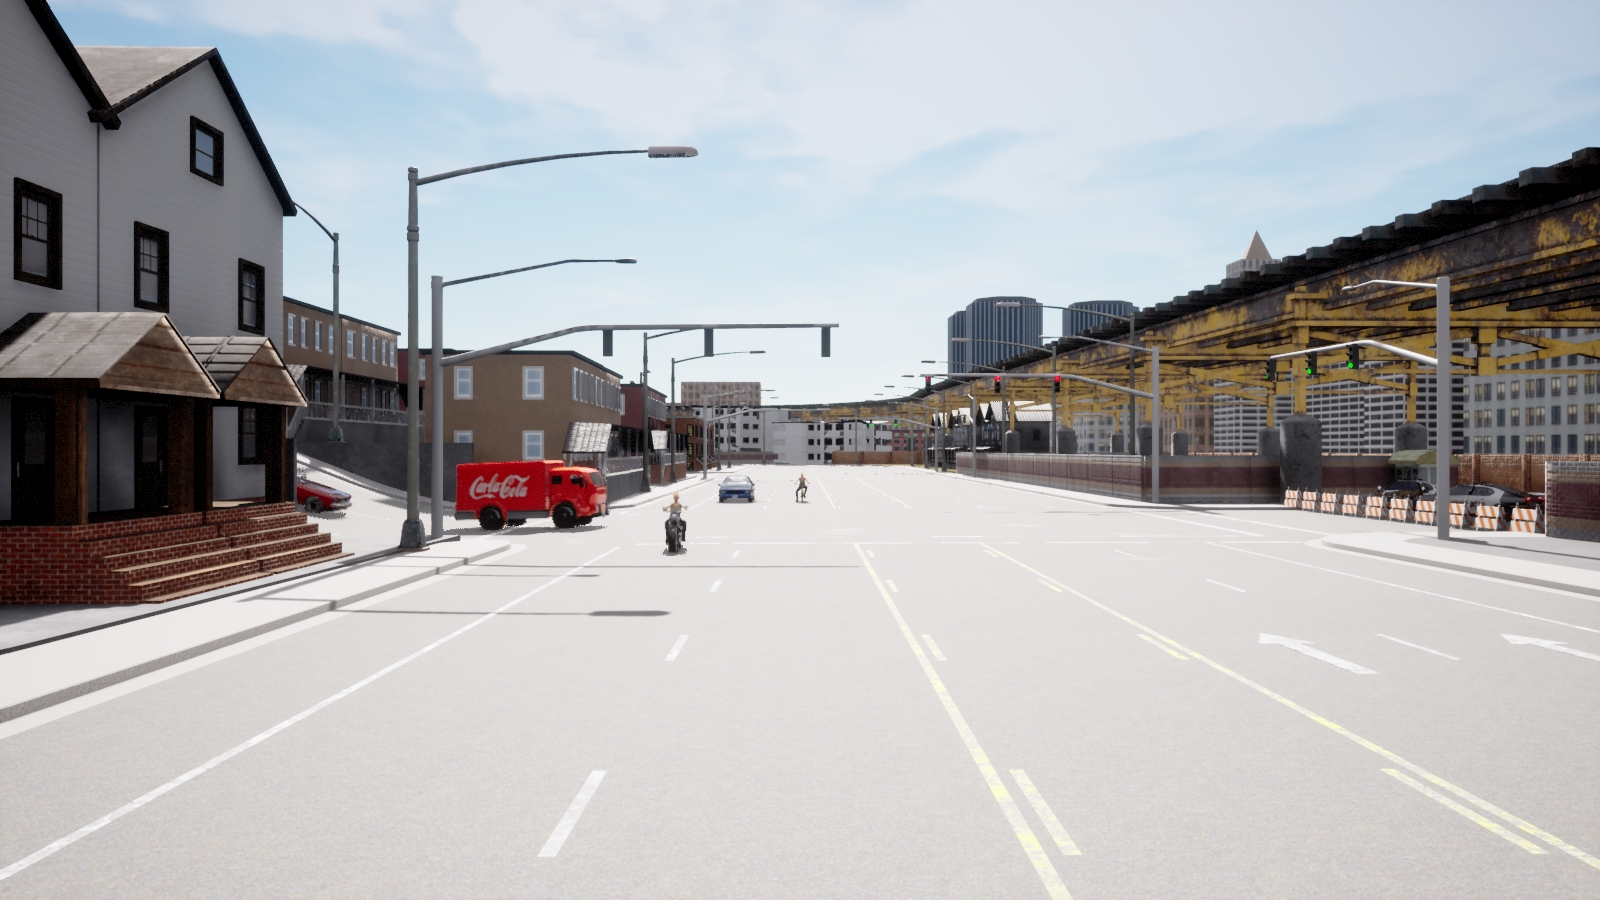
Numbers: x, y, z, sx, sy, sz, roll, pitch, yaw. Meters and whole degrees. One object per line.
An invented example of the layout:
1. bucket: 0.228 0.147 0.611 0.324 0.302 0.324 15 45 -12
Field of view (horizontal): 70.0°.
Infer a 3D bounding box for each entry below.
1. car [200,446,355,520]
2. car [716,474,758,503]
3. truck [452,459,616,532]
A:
1. car: -19.292 1.188 42.356 4.718 1.301 1.895 18 0 -1
2. car: -3.449 2.106 63.014 2.033 1.411 5.357 0 0 0
3. truck: -9.717 1.634 42.015 5.204 2.467 2.627 -2 0 8
